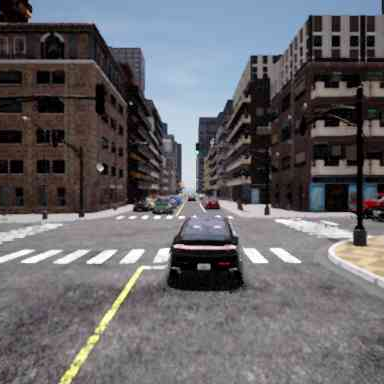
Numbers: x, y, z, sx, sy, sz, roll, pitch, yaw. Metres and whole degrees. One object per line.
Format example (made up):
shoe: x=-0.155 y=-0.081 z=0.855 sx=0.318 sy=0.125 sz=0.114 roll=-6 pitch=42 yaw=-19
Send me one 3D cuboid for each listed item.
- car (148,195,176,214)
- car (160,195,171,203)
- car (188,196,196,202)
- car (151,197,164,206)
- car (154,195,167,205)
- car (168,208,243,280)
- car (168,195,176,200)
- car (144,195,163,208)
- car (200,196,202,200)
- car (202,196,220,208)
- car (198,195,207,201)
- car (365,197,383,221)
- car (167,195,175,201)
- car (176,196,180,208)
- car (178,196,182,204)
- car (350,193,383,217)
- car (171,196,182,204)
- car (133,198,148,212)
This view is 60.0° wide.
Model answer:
car: x=-3.068 y=1.350 z=35.424 sx=2.097 sy=1.767 sz=4.553 roll=0 pitch=0 yaw=-1
car: x=-5.695 y=1.451 z=72.568 sx=1.967 sy=1.590 sz=4.097 roll=0 pitch=0 yaw=0
car: x=-0.004 y=1.567 z=77.340 sx=1.994 sy=1.385 sz=4.181 roll=0 pitch=0 yaw=0
car: x=-5.694 y=1.528 z=55.350 sx=1.752 sy=1.417 sz=4.829 roll=0 pitch=0 yaw=0
car: x=-5.695 y=1.445 z=61.203 sx=1.967 sy=1.590 sz=4.097 roll=0 pitch=0 yaw=0
car: x=0.464 y=1.483 z=10.009 sx=2.128 sy=1.511 sz=4.902 roll=0 pitch=0 yaw=5
car: x=-5.696 y=1.577 z=95.297 sx=2.008 sy=1.369 sz=4.403 roll=0 pitch=0 yaw=0
car: x=-5.694 y=1.316 z=49.838 sx=2.192 sy=1.841 sz=5.009 roll=0 pitch=0 yaw=0
car: x=2.686 y=1.442 z=49.840 sx=1.967 sy=1.590 sz=4.097 roll=0 pitch=0 yaw=0
car: x=2.686 y=1.440 z=44.158 sx=1.967 sy=1.590 sz=4.097 roll=0 pitch=0 yaw=0
car: x=2.685 y=1.569 z=83.935 sx=2.008 sy=1.369 sz=4.403 roll=0 pitch=0 yaw=0
car: x=14.562 y=1.222 z=22.218 sx=4.674 sy=1.442 sz=1.812 roll=-1 pitch=0 yaw=-1
car: x=-5.696 y=1.573 z=89.614 sx=2.008 sy=1.369 sz=4.403 roll=0 pitch=0 yaw=0
car: x=-3.083 y=1.601 z=45.356 sx=1.895 sy=1.301 sz=4.718 roll=0 pitch=0 yaw=0
car: x=-3.011 y=1.481 z=55.724 sx=1.882 sy=1.535 sz=5.008 roll=0 pitch=0 yaw=0
car: x=14.557 y=1.005 z=24.789 sx=5.009 sy=1.841 sz=2.192 roll=-1 pitch=1 yaw=0
car: x=-3.004 y=1.555 z=66.293 sx=2.033 sy=1.411 sz=5.357 roll=0 pitch=0 yaw=0
car: x=-5.693 y=1.565 z=38.473 sx=1.947 sy=1.339 sz=4.313 roll=0 pitch=0 yaw=0
